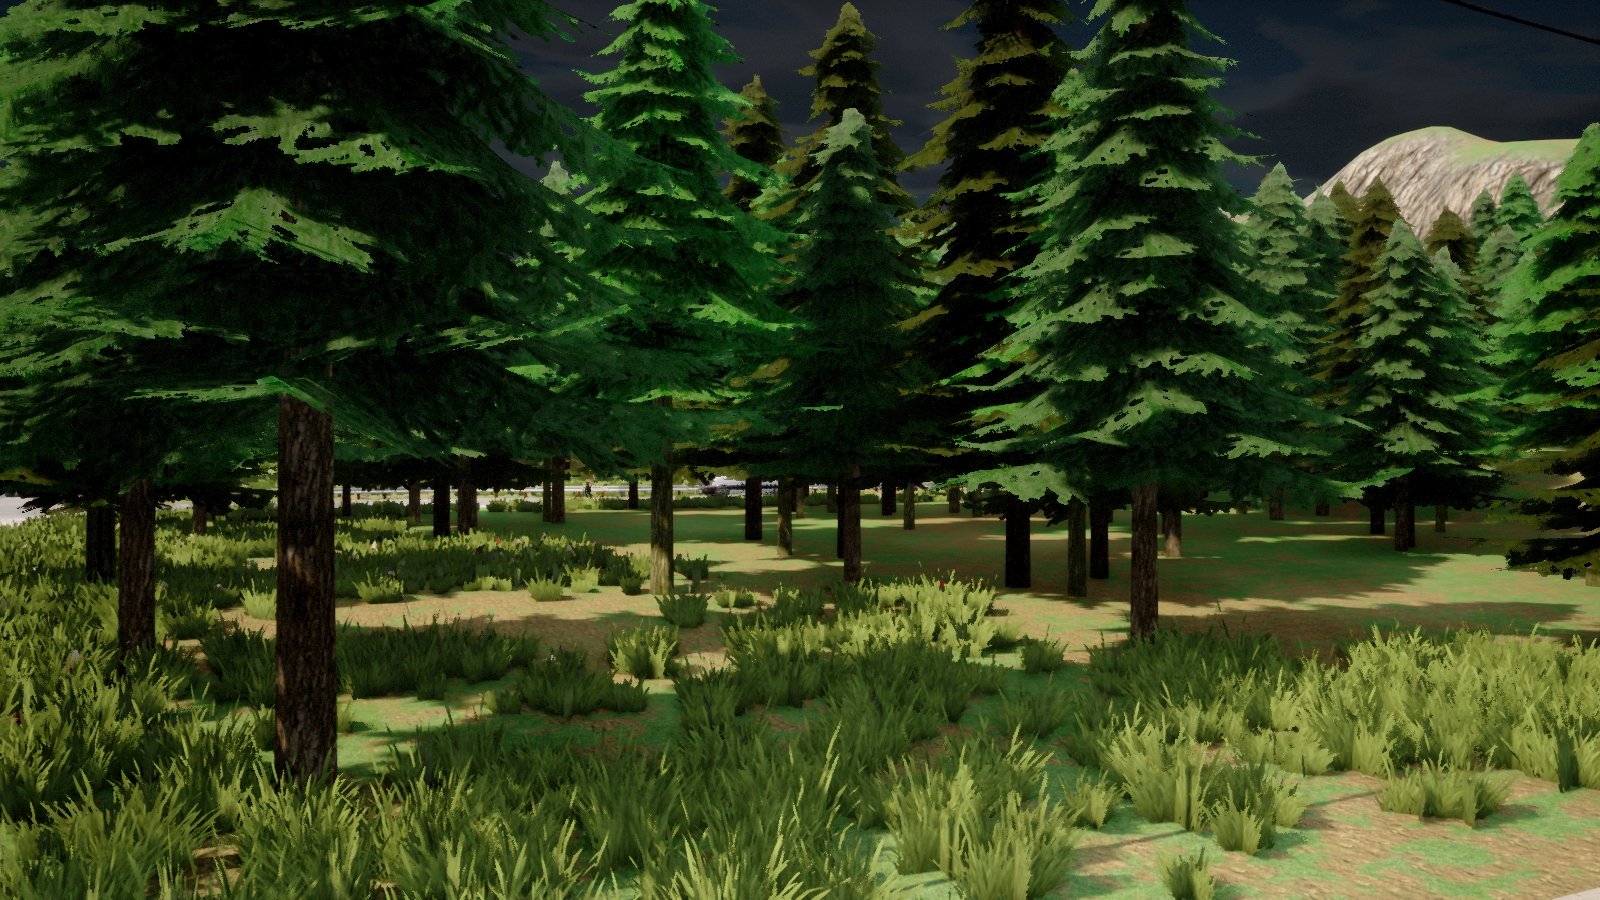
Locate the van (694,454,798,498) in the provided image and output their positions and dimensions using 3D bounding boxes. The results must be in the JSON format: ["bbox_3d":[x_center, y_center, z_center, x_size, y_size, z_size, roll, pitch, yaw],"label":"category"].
[{"bbox_3d":[-3.223,1.507,68.186,5.915,2.561,1.988,0,0,-26],"label":"van"}]
